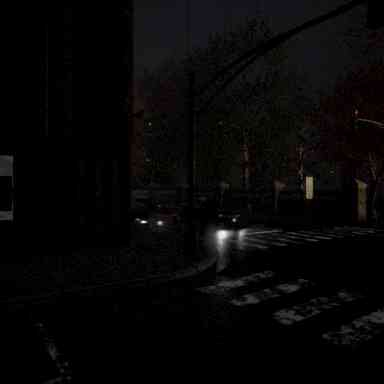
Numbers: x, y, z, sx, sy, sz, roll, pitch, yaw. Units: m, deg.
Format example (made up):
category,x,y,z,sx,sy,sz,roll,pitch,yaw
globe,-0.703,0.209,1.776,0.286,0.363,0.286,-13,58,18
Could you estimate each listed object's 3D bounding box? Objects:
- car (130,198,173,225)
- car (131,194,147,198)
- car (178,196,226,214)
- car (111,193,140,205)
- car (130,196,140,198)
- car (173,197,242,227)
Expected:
category,x,y,z,sx,sy,sz,roll,pitch,yaw
car,-2.580,1.257,21.006,1.802,1.307,4.206,2,0,-36
car,-4.360,1.093,27.842,1.812,1.442,4.674,0,1,-36
car,0.843,1.129,30.546,1.752,1.417,4.829,1,0,-36
car,-8.830,0.863,43.840,2.008,1.369,4.403,1,0,-36
car,-5.837,1.158,25.482,1.802,1.307,4.206,2,0,-36
car,0.999,1.255,20.470,1.812,1.442,4.674,0,1,-36
